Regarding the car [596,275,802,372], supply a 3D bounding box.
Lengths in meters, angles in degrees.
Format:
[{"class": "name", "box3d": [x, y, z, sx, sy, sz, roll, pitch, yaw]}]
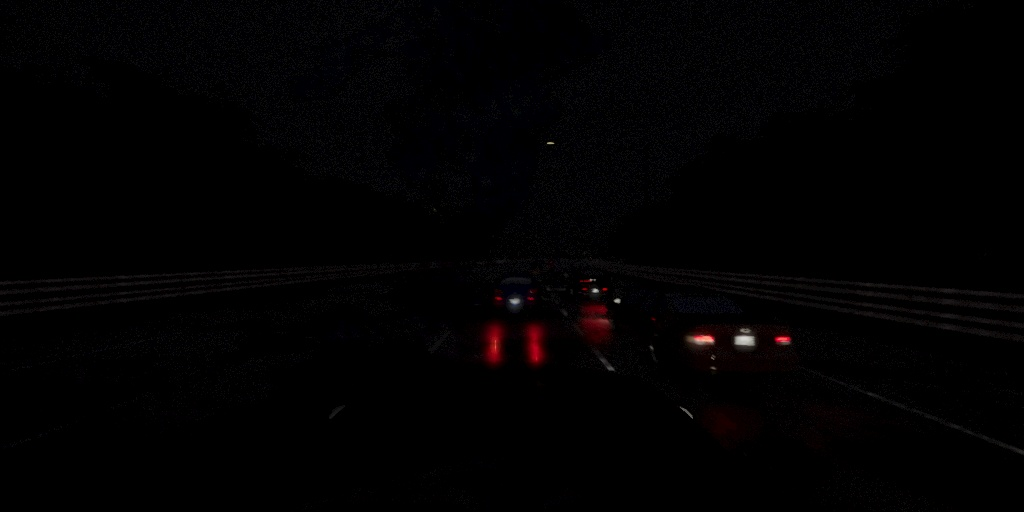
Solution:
[{"class": "car", "box3d": [3.540, 1.330, 7.905, 2.033, 1.411, 5.357, 0, 0, 1]}]

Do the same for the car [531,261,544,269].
[{"class": "car", "box3d": [4.100, 1.513, 58.081, 1.837, 1.490, 4.892, 0, 0, 8]}]

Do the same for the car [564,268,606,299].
[{"class": "car", "box3d": [3.855, 1.330, 18.576, 1.837, 1.490, 4.892, 0, 0, 2]}]

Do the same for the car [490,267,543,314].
[{"class": "car", "box3d": [0.206, 1.324, 14.043, 1.812, 1.442, 4.674, 0, 0, 2]}]
